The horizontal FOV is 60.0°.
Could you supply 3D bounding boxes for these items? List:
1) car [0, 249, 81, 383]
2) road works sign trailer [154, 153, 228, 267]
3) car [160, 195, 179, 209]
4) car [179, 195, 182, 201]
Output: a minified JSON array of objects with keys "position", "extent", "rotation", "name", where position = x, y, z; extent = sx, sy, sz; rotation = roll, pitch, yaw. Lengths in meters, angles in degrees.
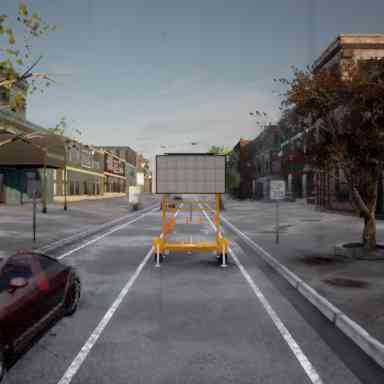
[{"position":[-3.114,1.564,4.703],"extent":[1.994,1.385,4.181],"rotation":[0,0,0],"name":"car"},{"position":[-0.037,0.466,11.431],"extent":[2.380,3.560,2.880],"rotation":[0,0,0],"name":"road works sign trailer"},{"position":[-3.252,1.483,45.282],"extent":[2.128,1.511,4.902],"rotation":[0,0,0],"name":"car"},{"position":[-3.255,1.368,75.368],"extent":[1.895,1.301,4.718],"rotation":[0,1,0],"name":"car"}]
